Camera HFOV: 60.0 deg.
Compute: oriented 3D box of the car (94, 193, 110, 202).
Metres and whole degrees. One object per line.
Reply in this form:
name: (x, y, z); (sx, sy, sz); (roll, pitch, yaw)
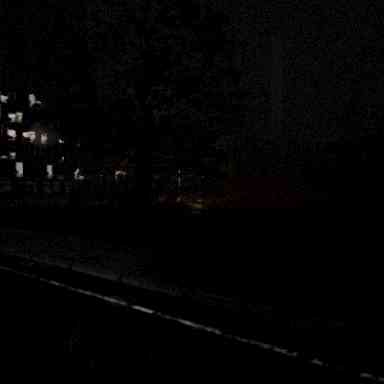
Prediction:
car: (-14.453, 1.028, 58.720); (1.994, 1.385, 4.181); (0, 0, 37)
